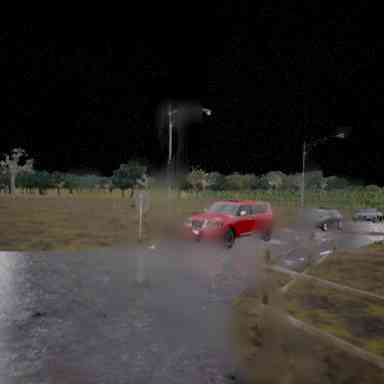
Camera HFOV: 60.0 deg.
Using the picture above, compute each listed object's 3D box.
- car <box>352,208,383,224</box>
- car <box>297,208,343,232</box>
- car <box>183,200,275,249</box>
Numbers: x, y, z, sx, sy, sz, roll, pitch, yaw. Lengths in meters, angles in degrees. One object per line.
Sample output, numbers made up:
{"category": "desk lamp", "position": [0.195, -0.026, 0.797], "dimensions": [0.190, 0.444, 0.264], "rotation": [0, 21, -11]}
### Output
{"category": "car", "position": [17.411, 2.334, 32.860], "dimensions": [1.994, 1.385, 4.181], "rotation": [2, 0, 43]}
{"category": "car", "position": [9.474, 1.978, 24.365], "dimensions": [1.837, 1.490, 4.892], "rotation": [2, 0, 43]}
{"category": "car", "position": [2.031, 1.440, 16.349], "dimensions": [2.150, 2.045, 5.566], "rotation": [2, 0, 42]}
